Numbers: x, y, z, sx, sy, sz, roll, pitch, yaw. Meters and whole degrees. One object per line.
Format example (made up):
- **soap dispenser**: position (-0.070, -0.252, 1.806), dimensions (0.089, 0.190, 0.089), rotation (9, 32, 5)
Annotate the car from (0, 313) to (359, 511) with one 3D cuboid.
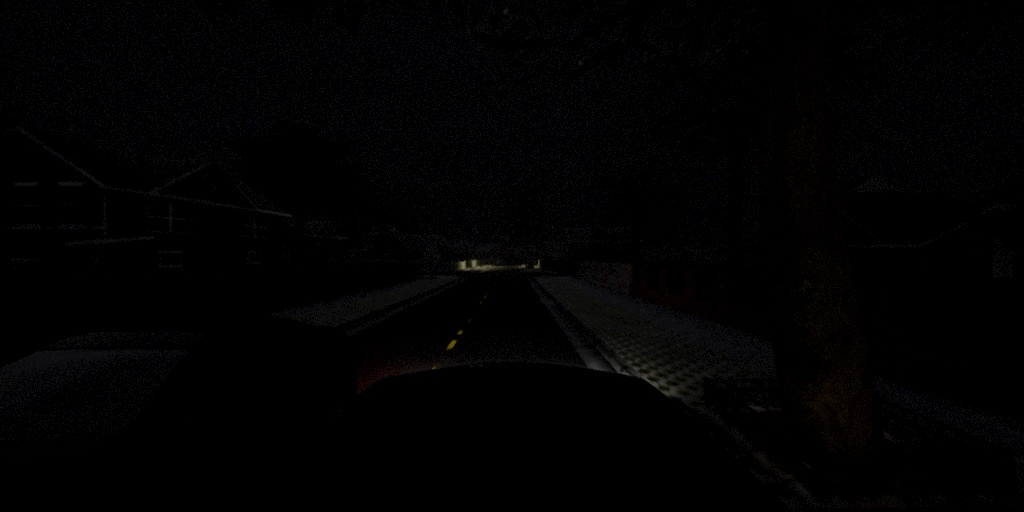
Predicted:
- **car**: position (-2.851, 1.283, 2.849), dimensions (1.812, 1.442, 4.674), rotation (0, 0, 0)
